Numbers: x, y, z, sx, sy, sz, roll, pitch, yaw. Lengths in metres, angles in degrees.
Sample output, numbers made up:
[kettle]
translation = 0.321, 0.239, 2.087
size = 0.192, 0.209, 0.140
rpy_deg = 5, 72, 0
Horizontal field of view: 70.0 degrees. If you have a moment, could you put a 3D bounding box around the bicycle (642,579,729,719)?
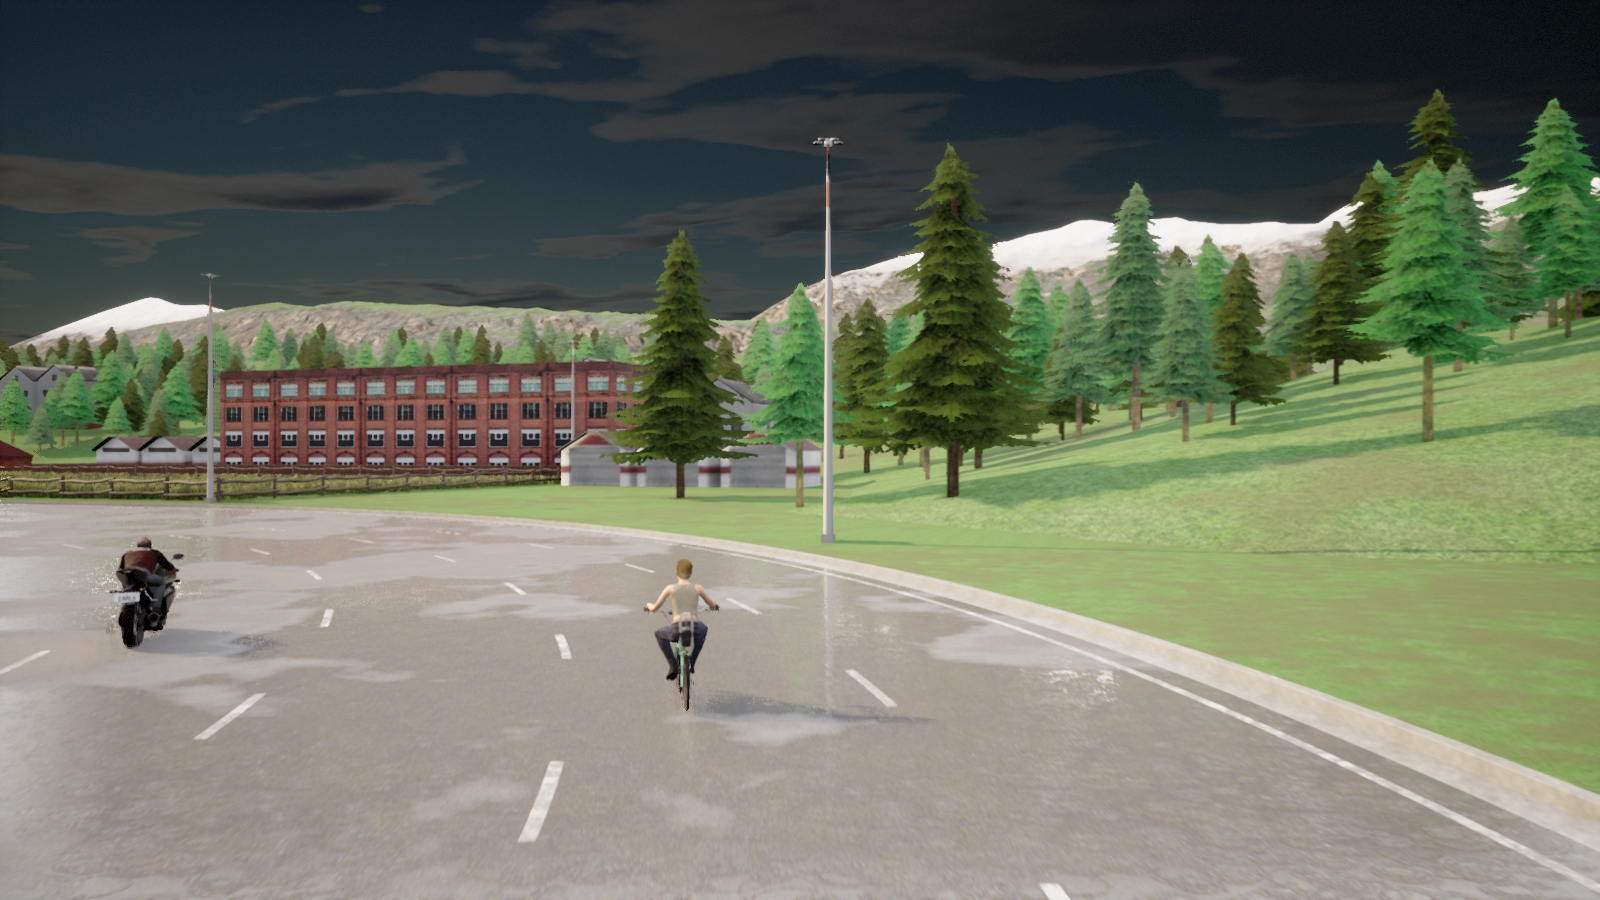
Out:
[bicycle]
translation = -1.301, 2.167, 12.739
size = 0.859, 1.276, 1.487
rpy_deg = 0, 0, -10

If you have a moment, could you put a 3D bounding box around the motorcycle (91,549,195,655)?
[motorcycle]
translation = -9.780, 2.219, 17.099
size = 0.867, 1.251, 2.209
rpy_deg = -2, 1, -18
